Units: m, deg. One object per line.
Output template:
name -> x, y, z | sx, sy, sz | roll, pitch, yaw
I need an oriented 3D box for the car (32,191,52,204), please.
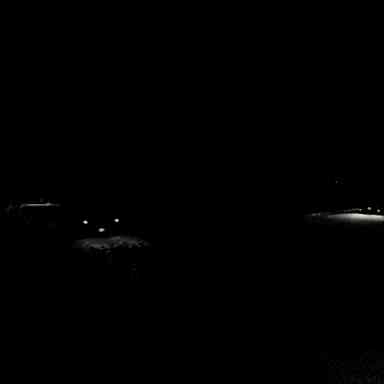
car -> -17.500, 0.567, 38.851 | 1.994, 1.385, 4.181 | 0, 3, -23

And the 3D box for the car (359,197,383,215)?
car -> 16.350, 1.175, 29.259 | 4.181, 1.385, 1.994 | -2, 2, -42

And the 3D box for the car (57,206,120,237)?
car -> -5.306, 1.376, 16.784 | 1.895, 1.301, 4.718 | 0, 1, -35
